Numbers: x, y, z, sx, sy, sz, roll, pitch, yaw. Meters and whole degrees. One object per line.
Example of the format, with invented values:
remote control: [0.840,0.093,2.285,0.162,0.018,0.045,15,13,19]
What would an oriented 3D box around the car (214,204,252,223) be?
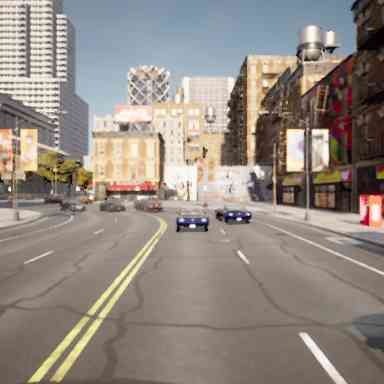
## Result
car: [2.944,1.579,25.146,1.895,1.301,4.718,0,0,-8]

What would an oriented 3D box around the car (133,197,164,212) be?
car: [-5.126,1.513,38.318,2.033,1.411,5.357,0,0,-30]

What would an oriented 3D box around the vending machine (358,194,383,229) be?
vending machine: [10.878,1.179,20.274,1.100,2.100,0.880,0,0,-1]

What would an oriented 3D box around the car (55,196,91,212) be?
car: [-13.709,1.491,38.112,1.812,1.442,4.674,0,0,-39]

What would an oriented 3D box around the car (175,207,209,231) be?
car: [-0.078,1.583,20.509,1.895,1.301,4.718,0,0,-3]

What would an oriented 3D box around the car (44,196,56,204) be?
car: [-25.748,1.462,63.004,4.674,1.452,2.002,0,0,20]

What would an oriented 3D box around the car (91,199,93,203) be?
car: [-20.445,1.539,60.833,4.718,1.301,1.895,0,0,30]

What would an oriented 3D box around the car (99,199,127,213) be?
car: [-8.842,1.531,37.056,1.994,1.385,4.181,0,0,-32]
